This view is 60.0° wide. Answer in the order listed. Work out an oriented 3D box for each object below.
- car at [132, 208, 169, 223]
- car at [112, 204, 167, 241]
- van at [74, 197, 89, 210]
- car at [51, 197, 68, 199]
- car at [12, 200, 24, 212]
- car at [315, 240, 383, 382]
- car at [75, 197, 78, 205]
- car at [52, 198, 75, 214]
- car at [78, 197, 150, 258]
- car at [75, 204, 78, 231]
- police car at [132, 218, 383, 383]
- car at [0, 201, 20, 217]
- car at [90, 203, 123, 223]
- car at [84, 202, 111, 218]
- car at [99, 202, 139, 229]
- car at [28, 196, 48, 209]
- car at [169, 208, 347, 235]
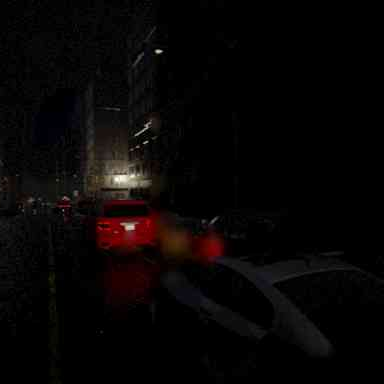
[{"bbox_3d":[-0.833,1.554,13.097,1.752,1.417,4.829,-1,0,-23],"label":"car"},{"bbox_3d":[-2.960,1.506,18.011,1.967,1.590,4.097,-1,0,-23],"label":"car"},{"bbox_3d":[-16.119,1.642,48.428,1.690,1.788,3.998,-1,0,-23],"label":"van"},{"bbox_3d":[-20.244,1.889,50.772,1.812,1.442,4.674,-1,0,-23],"label":"car"},{"bbox_3d":[-21.744,1.934,39.967,1.947,1.339,4.313,-1,0,-23],"label":"car"},{"bbox_3d":[3.553,1.475,2.958,1.752,1.417,4.829,-1,0,-23],"label":"car"},{"bbox_3d":[-13.926,1.577,43.359,2.192,1.841,5.009,-1,0,-23],"label":"car"},{"bbox_3d":[-15.425,1.783,39.691,1.837,1.490,4.892,-1,0,-23],"label":"car"},{"bbox_3d":[-3.108,1.284,13.415,2.150,2.045,5.566,-1,0,-23],"label":"car"},{"bbox_3d":[-5.474,1.630,18.894,1.812,1.442,4.674,-1,0,-23],"label":"car"},{"bbox_3d":[0.833,1.417,4.310,1.930,1.638,5.238,-1,0,-23],"label":"police car"},{"bbox_3d":[-19.551,1.911,34.896,1.802,1.307,4.206,-1,0,-23],"label":"car"},{"bbox_3d":[-7.344,1.695,28.150,2.008,1.369,4.403,-1,0,-23],"label":"car"},{"bbox_3d":[-9.537,1.734,33.219,2.008,1.369,4.403,-1,0,-23],"label":"car"},{"bbox_3d":[-5.153,1.545,23.080,1.967,1.590,4.097,-1,0,-23],"label":"car"},{"bbox_3d":[-25.331,1.931,54.974,2.128,1.511,4.902,-1,0,-23],"label":"car"},{"bbox_3d":[1.425,1.303,7.872,2.192,1.841,5.009,-1,0,-23],"label":"car"}]
